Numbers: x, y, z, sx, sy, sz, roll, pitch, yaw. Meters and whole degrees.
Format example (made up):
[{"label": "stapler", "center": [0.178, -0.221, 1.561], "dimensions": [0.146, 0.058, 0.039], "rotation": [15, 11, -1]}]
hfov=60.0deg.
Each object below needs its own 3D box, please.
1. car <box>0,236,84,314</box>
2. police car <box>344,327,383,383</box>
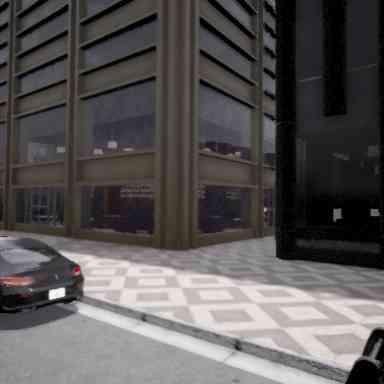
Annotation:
[{"label": "car", "center": [-4.329, 1.743, 7.527], "dimensions": [4.674, 1.442, 1.812], "rotation": [-1, -2, 37]}, {"label": "police car", "center": [3.592, 1.510, 1.608], "dimensions": [5.238, 1.638, 1.930], "rotation": [-1, -2, 37]}]
